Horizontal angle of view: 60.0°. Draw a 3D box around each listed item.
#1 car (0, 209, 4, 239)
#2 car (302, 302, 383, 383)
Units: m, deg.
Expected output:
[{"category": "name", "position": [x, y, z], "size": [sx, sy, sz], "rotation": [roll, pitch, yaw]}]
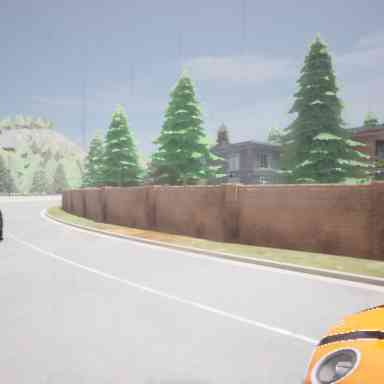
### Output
[{"category": "car", "position": [-10.831, 1.218, 16.496], "size": [2.150, 2.045, 5.566], "rotation": [0, 0, -37]}, {"category": "car", "position": [3.045, 1.354, 1.978], "size": [4.553, 1.767, 2.097], "rotation": [0, 0, 39]}]
